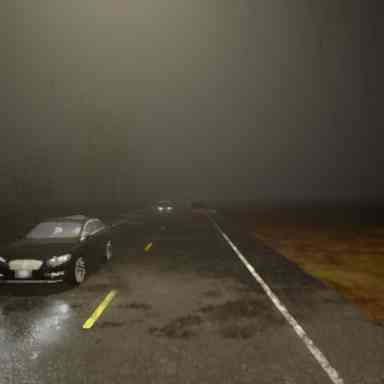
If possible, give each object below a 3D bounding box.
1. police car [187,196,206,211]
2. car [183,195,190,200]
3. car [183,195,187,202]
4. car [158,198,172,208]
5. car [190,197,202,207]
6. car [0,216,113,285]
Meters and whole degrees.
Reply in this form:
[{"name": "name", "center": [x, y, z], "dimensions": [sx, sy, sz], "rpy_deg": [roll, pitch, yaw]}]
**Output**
[{"name": "police car", "center": [0.727, 1.479, 42.378], "dimensions": [1.930, 1.638, 5.238], "rpy_deg": [0, 0, -1]}, {"name": "car", "center": [-1.611, 1.580, 95.523], "dimensions": [1.994, 1.385, 4.181], "rpy_deg": [0, 0, -2]}, {"name": "car", "center": [-1.073, 1.543, 78.060], "dimensions": [1.895, 1.301, 4.718], "rpy_deg": [0, 0, -2]}, {"name": "car", "center": [-4.049, 1.617, 51.064], "dimensions": [2.033, 1.411, 5.357], "rpy_deg": [0, 0, -1]}, {"name": "car", "center": [0.560, 1.578, 52.277], "dimensions": [1.837, 1.490, 4.892], "rpy_deg": [0, 0, -1]}, {"name": "car", "center": [-3.622, 1.500, 9.584], "dimensions": [2.128, 1.511, 4.902], "rpy_deg": [0, 0, 0]}]
